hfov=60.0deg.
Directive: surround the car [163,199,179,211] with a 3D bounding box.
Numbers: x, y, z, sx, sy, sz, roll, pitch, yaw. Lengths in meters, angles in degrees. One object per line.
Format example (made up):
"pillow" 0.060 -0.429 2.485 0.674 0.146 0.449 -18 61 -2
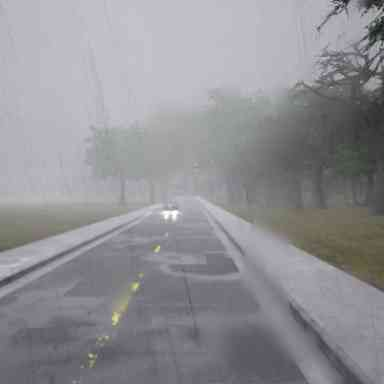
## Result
"car" -2.782 1.660 44.770 2.128 1.511 4.902 0 0 0
